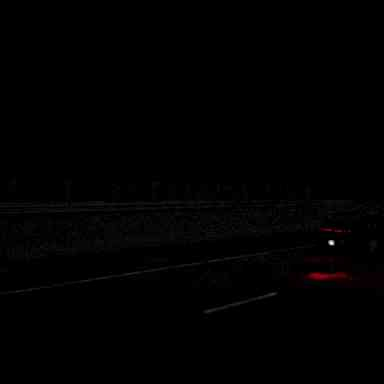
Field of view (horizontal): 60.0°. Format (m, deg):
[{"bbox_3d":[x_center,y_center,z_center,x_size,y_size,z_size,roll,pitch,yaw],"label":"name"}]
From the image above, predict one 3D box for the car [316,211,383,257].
[{"bbox_3d":[6.860,1.518,13.024,4.892,1.490,1.837,0,0,-35],"label":"car"}]
